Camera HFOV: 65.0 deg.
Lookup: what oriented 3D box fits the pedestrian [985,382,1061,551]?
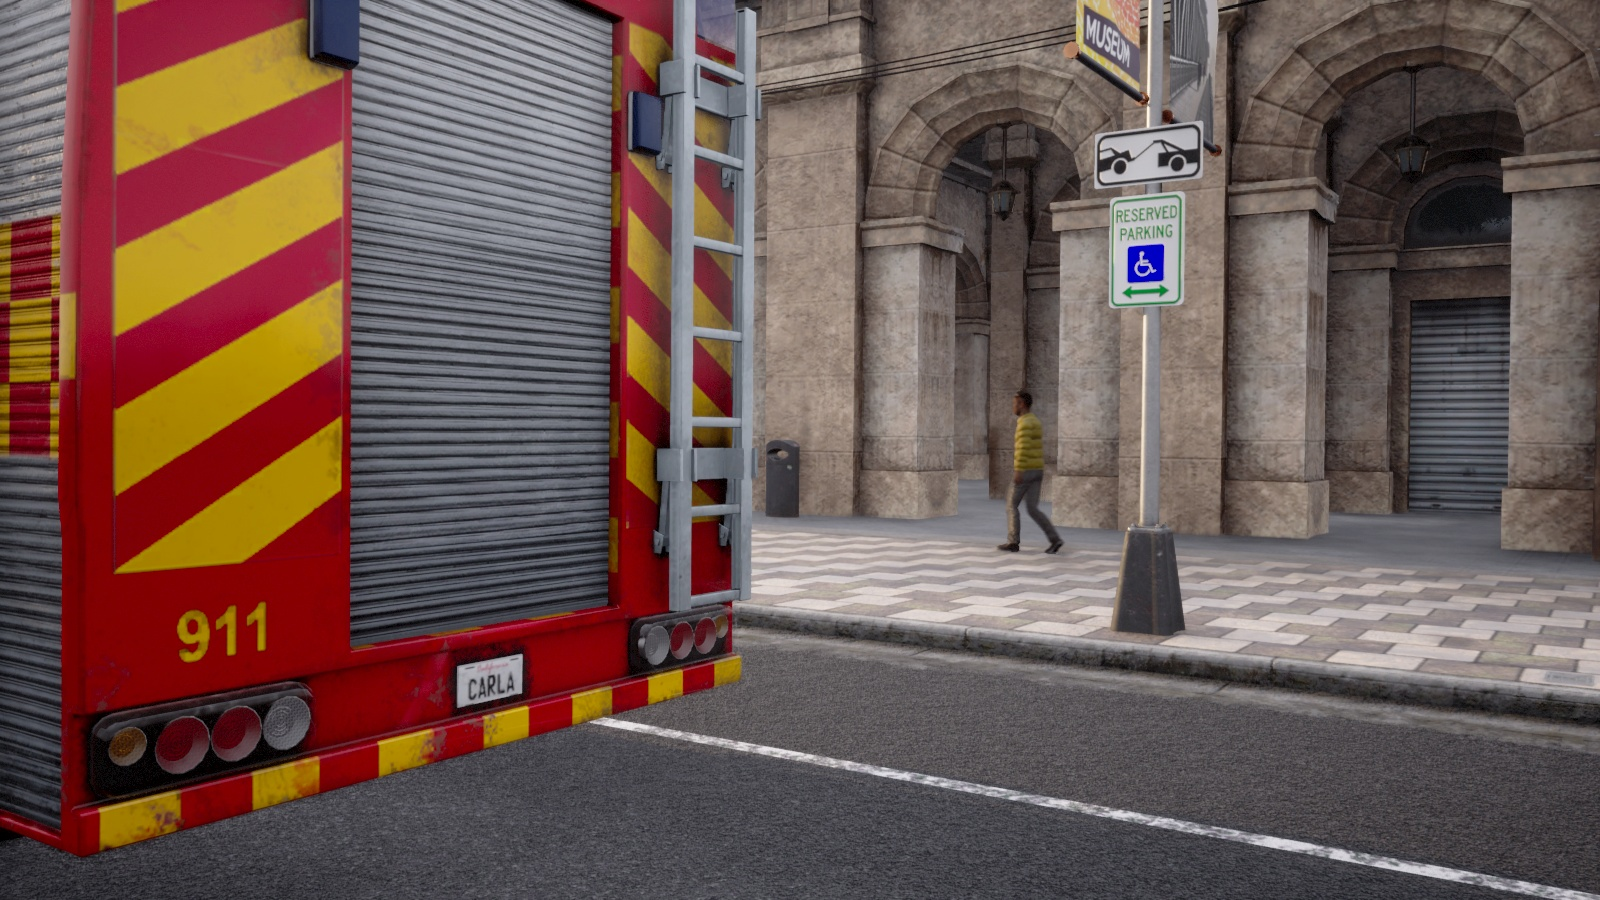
[{"bbox_3d":[2.488,0.175,13.988,0.709,1.840,0.431,0,1,33],"label":"pedestrian"}]

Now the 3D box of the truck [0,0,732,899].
[{"bbox_3d":[-4.646,-0.483,6.693,8.468,3.827,2.891,0,1,34],"label":"truck"}]
